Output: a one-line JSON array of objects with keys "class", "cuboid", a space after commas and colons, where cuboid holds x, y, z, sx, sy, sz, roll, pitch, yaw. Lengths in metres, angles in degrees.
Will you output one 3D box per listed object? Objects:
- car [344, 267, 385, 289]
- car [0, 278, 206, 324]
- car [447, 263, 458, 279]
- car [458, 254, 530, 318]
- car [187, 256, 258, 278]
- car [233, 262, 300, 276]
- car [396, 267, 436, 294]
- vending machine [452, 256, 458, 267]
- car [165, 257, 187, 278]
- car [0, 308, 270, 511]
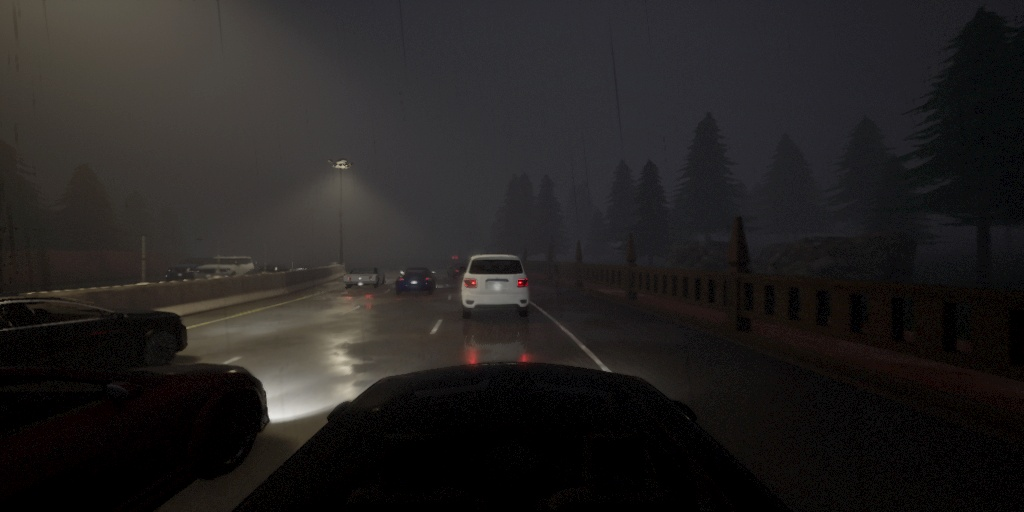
[{"class": "car", "cuboid": [-9.593, 1.377, 23.713, 1.895, 1.301, 4.718, 0, 0, -13]}, {"class": "car", "cuboid": [-7.127, 1.267, 4.901, 2.128, 1.511, 4.902, 0, 0, -2]}, {"class": "car", "cuboid": [-4.765, 1.301, 32.795, 2.033, 1.411, 5.357, 0, 0, -17]}, {"class": "car", "cuboid": [-0.722, 0.969, 13.263, 2.150, 2.045, 5.566, 0, 0, -6]}, {"class": "car", "cuboid": [-21.547, 1.044, 27.190, 2.150, 2.045, 5.566, 0, 0, -17]}, {"class": "car", "cuboid": [-17.534, 1.352, 25.973, 2.033, 1.411, 5.357, 0, 0, -15]}, {"class": "car", "cuboid": [-5.381, 1.326, 20.361, 1.994, 1.385, 4.181, 0, 0, -10]}, {"class": "vending machine", "cuboid": [-9.925, 0.954, 63.087, 1.100, 2.100, 0.880, 0, 0, -32]}, {"class": "car", "cuboid": [-26.021, 1.055, 29.716, 2.150, 2.045, 5.566, 0, 0, -19]}, {"class": "car", "cuboid": [-3.566, 1.327, 2.091, 1.994, 1.385, 4.181, 0, 0, 0]}]
